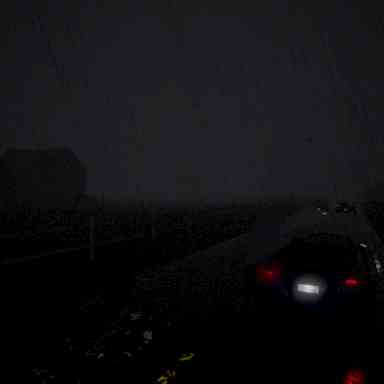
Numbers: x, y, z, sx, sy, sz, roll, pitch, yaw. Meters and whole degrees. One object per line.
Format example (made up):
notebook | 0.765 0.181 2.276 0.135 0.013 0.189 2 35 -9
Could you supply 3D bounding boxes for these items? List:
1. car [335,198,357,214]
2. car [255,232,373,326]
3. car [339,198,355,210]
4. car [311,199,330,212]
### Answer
car | 16.192 1.537 34.966 1.812 1.442 4.674 0 0 26
car | 2.793 1.567 7.305 1.994 1.385 4.181 0 0 26
car | 20.635 1.533 44.296 1.812 1.442 4.674 0 0 26
car | 15.609 1.559 40.206 2.033 1.411 5.357 0 0 26
